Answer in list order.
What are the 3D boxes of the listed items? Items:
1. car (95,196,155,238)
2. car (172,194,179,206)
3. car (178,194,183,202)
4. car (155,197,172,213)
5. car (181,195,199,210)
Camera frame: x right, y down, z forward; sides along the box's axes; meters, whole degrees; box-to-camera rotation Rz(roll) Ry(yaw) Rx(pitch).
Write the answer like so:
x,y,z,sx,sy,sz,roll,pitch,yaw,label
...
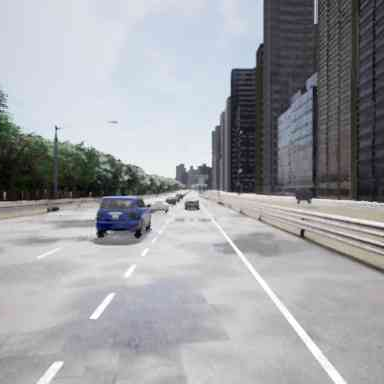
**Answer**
x,y,z,sx,sy,sz,roll,pitch,yaw,label
-3.516,1.231,17.915,2.150,2.045,5.566,0,0,0,car
-3.664,1.593,57.546,1.837,1.490,4.892,0,0,0,car
-3.802,1.703,78.093,1.994,1.385,4.181,0,0,0,car
-3.570,1.565,37.535,1.812,1.442,4.674,0,0,0,car
0.004,1.546,44.535,2.128,1.511,4.902,0,0,0,car
